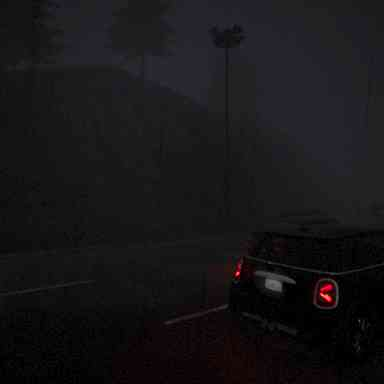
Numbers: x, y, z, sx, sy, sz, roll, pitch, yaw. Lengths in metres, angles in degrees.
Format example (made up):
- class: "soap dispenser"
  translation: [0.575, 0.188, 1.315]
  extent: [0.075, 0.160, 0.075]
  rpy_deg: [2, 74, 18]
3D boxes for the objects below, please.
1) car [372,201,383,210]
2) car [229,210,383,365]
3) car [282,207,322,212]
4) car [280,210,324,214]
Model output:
- class: "car"
  translation: [18.280, 1.609, 31.202]
  extent: [1.882, 1.535, 5.008]
  rpy_deg: [0, 0, 39]
- class: "car"
  translation: [2.867, 1.377, 6.134]
  extent: [4.553, 1.767, 2.097]
  rpy_deg: [0, 0, -38]
- class: "car"
  translation: [6.414, 1.578, 18.414]
  extent: [4.892, 1.490, 1.837]
  rpy_deg: [0, 0, -43]
- class: "car"
  translation: [3.819, 1.571, 11.437]
  extent: [4.674, 1.442, 1.812]
  rpy_deg: [0, 0, -40]
